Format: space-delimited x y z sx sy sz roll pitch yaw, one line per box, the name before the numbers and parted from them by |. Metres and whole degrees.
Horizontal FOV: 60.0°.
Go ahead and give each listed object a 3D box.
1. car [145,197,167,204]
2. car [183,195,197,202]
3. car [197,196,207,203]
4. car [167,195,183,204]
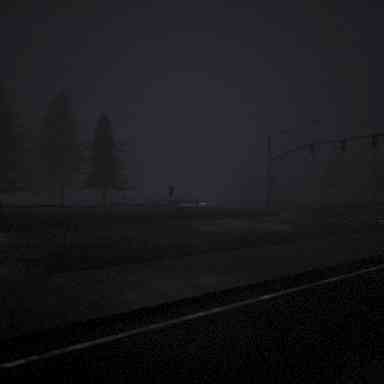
car | -7.329 1.665 64.540 1.895 1.301 4.718 0 0 -34
car | -1.575 1.435 68.561 2.097 1.767 4.553 0 0 -35
car | 1.341 1.611 70.498 1.812 1.442 4.674 0 0 -35
car | -4.420 1.671 66.510 1.895 1.301 4.718 0 0 -35
